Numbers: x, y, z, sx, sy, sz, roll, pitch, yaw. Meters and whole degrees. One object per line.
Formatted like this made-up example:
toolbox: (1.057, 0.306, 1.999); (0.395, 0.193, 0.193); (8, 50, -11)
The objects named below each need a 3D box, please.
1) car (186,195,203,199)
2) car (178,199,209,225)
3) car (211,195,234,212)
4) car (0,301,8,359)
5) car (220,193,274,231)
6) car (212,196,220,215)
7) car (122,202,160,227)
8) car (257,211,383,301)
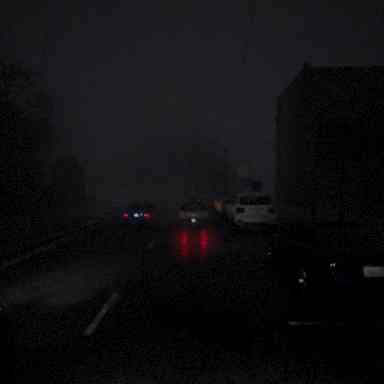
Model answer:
car: (0.241, 1.149, 39.590); (2.128, 1.511, 4.902); (0, 0, 2)
car: (0.092, 1.406, 22.287); (1.895, 1.301, 4.718); (0, 0, 0)
car: (3.223, 1.165, 36.130); (1.946, 1.575, 5.366); (0, 0, 0)
car: (-3.151, 1.472, 2.106); (2.128, 1.511, 4.902); (0, 0, 0)
car: (3.216, 1.060, 19.271); (2.435, 2.045, 5.566); (0, 0, 0)
car: (3.215, 1.210, 30.607); (1.946, 1.575, 5.366); (0, 1, 0)
car: (-3.157, 1.361, 21.355); (2.033, 1.411, 5.357); (0, 0, 0)
car: (3.225, 1.437, 8.228); (2.163, 1.488, 4.792); (0, 0, 0)
